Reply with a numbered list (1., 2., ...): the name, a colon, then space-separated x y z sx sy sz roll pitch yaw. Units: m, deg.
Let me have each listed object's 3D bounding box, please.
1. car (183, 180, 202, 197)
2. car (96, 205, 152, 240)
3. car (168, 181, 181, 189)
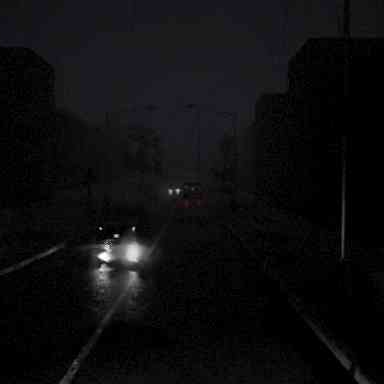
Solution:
1. car: 0.101 -0.495 42.515 2.150 2.045 5.566 0 4 0
2. car: -3.103 1.341 16.304 2.033 1.411 5.357 0 2 0
3. car: -3.042 -1.224 58.465 1.994 1.385 4.181 0 4 1
